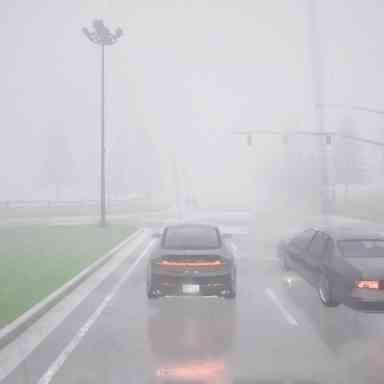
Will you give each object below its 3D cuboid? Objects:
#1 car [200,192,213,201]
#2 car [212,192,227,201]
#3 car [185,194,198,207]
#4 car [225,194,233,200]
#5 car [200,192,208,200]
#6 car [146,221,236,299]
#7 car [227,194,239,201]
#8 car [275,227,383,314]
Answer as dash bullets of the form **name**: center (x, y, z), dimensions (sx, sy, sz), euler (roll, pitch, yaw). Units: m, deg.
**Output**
- **car**: center (3.344, 1.347, 82.966), dimensions (2.097, 1.767, 4.553), euler (0, 0, 0)
- **car**: center (6.845, 1.517, 82.586), dimensions (2.128, 1.511, 4.902), euler (0, 0, 0)
- **car**: center (-0.098, 1.478, 51.952), dimensions (1.882, 1.535, 5.008), euler (0, 0, 0)
- **car**: center (10.325, 1.332, 93.012), dimensions (1.837, 1.490, 4.892), euler (0, 0, 0)
- **car**: center (3.325, 1.057, 93.029), dimensions (2.150, 2.045, 5.566), euler (0, 0, 0)
- **car**: center (-0.006, 1.505, 8.447), dimensions (1.837, 1.490, 4.892), euler (0, 0, 0)
- **car**: center (10.344, 1.347, 82.979), dimensions (2.097, 1.767, 4.553), euler (0, 0, 0)
- **car**: center (3.489, 1.547, 7.894), dimensions (2.033, 1.411, 5.357), euler (0, 0, 0)
